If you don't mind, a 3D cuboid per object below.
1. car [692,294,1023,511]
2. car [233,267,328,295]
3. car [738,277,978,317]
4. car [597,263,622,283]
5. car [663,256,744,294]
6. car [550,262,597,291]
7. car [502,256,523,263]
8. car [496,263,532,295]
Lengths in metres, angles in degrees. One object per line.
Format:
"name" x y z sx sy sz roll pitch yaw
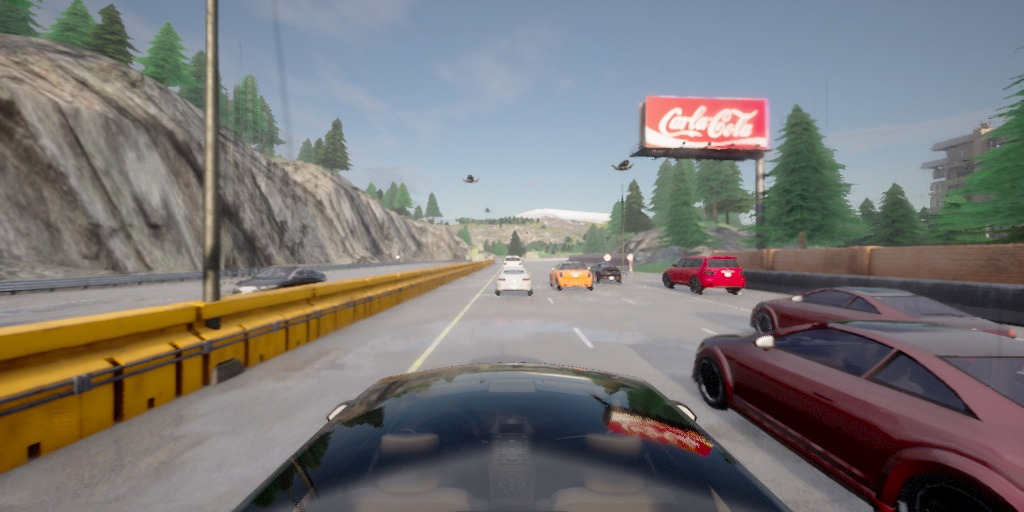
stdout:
"car" 3.609 1.318 3.520 1.994 1.385 4.181 0 0 0
"car" -10.545 1.260 16.752 2.128 1.511 4.902 0 0 0
"car" 7.104 1.325 7.483 1.994 1.385 4.181 0 0 0
"car" 7.092 1.296 27.975 1.837 1.490 4.892 0 0 0
"car" 10.599 1.004 20.282 2.150 2.045 5.566 0 0 0
"car" 3.597 1.132 22.462 2.097 1.767 4.553 0 0 0
"car" 0.080 1.030 41.466 2.150 2.045 5.566 0 0 0
"car" 0.099 1.301 19.786 1.812 1.442 4.674 0 0 0
